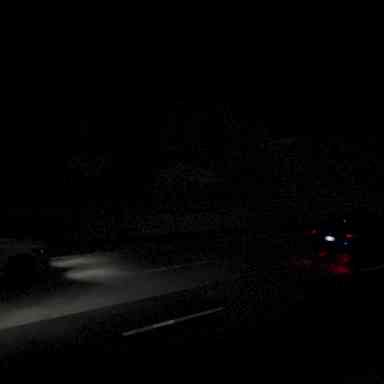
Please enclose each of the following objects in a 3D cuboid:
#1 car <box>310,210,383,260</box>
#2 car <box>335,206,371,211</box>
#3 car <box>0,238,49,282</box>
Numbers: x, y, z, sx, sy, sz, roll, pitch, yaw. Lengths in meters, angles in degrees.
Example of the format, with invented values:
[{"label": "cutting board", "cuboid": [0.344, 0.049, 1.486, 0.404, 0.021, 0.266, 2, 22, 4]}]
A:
[{"label": "car", "cuboid": [6.366, 1.573, 12.585, 4.181, 1.385, 1.994, 0, 0, -35]}, {"label": "car", "cuboid": [9.452, 1.540, 19.086, 4.674, 1.442, 1.812, 0, 0, -36]}, {"label": "car", "cuboid": [-6.004, 1.526, 8.061, 4.674, 1.442, 1.812, 0, 0, -36]}]
